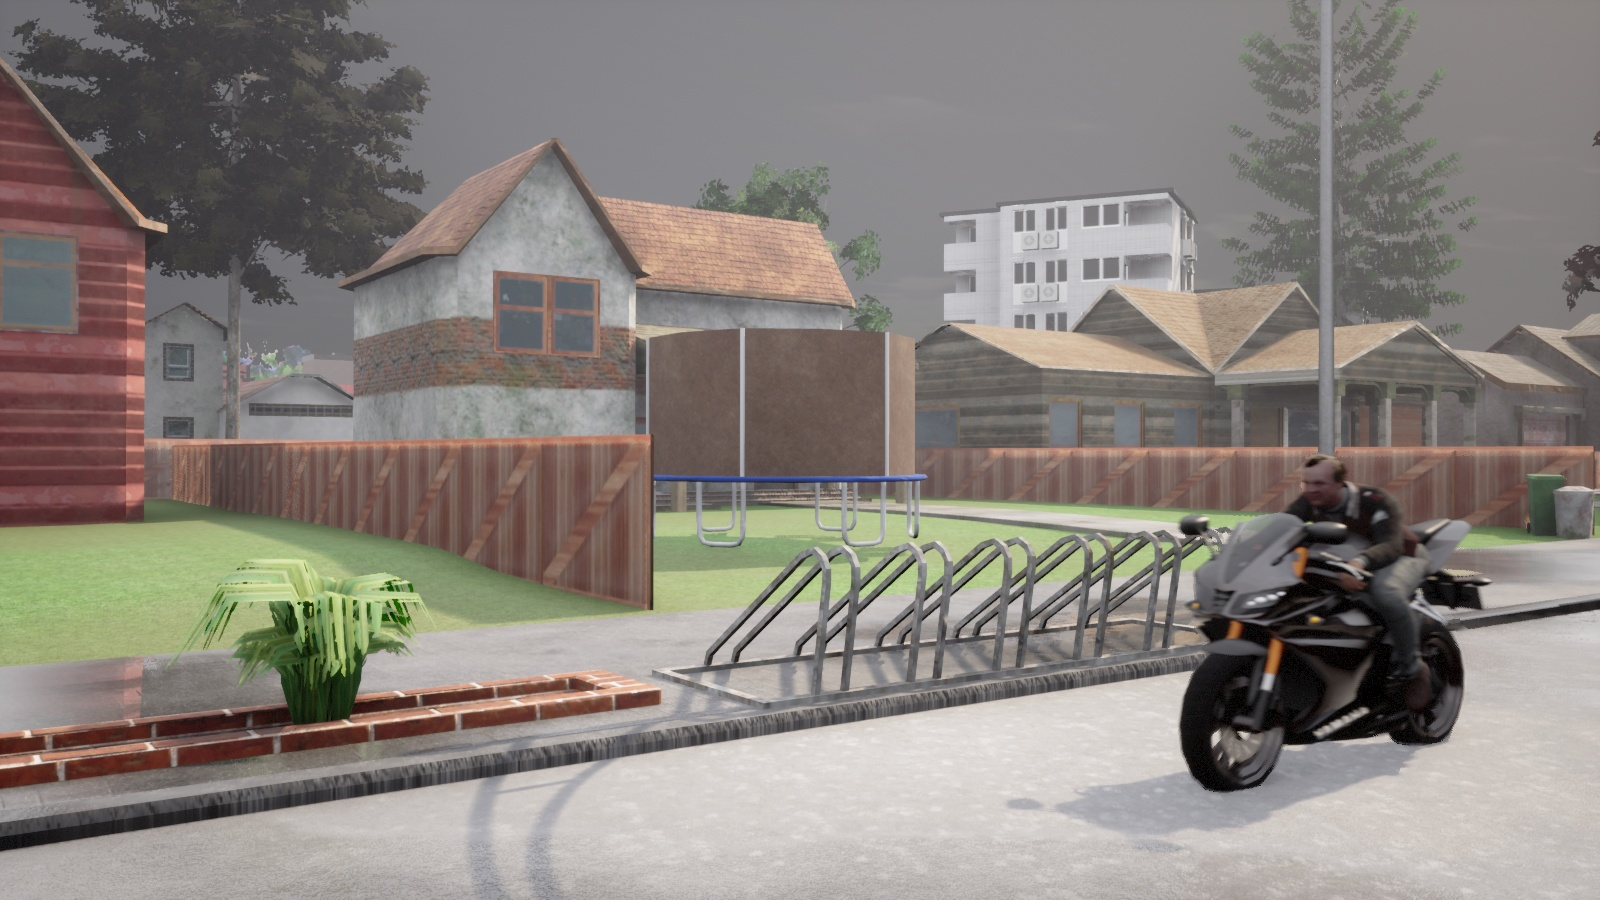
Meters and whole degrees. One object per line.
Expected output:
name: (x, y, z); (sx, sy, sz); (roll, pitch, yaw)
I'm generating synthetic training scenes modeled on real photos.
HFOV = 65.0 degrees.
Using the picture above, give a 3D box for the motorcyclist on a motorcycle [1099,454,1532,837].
motorcyclist on a motorcycle: (2.519, 0.789, 6.023); (2.191, 1.530, 0.866); (0, 0, -35)
